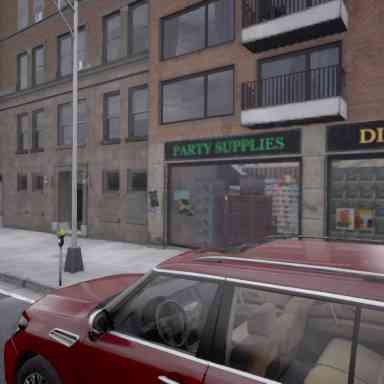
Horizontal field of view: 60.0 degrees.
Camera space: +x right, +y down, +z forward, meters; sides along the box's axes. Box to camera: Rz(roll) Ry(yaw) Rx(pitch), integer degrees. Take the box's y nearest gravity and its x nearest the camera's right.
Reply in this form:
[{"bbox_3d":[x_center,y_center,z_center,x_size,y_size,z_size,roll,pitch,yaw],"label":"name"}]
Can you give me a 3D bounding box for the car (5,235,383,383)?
[{"bbox_3d":[0.547,1.315,2.676,5.009,1.841,2.192,0,1,35],"label":"car"}]
